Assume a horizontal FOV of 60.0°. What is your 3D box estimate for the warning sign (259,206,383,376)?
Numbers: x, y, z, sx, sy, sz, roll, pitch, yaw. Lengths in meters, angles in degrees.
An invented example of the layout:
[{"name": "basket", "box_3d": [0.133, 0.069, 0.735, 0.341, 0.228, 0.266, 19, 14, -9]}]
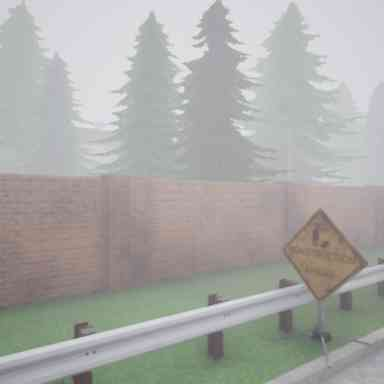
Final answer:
[{"name": "warning sign", "box_3d": [1.787, 1.153, 4.590, 1.060, 1.860, 1.300, 1, 0, -35]}]
